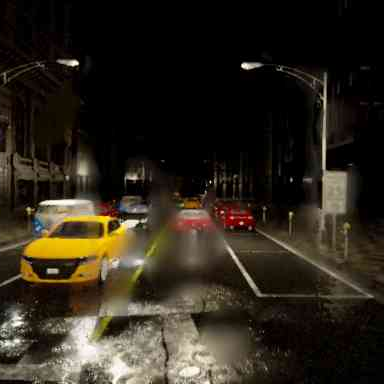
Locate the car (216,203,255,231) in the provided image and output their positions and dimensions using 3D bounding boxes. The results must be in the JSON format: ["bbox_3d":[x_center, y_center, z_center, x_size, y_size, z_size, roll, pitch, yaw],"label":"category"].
[{"bbox_3d":[2.776,1.614,20.900,1.887,1.381,4.507,1,0,0],"label":"car"}]

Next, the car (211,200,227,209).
[{"bbox_3d":[2.771,1.615,26.425,1.887,1.381,4.507,1,0,0],"label":"car"}]

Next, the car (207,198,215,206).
[{"bbox_3d":[2.766,1.615,31.951,1.887,1.381,4.507,1,0,0],"label":"car"}]

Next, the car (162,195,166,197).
[{"bbox_3d":[-5.797,1.479,54.061,2.008,1.369,4.403,1,0,0],"label":"car"}]

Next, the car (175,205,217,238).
[{"bbox_3d":[0.102,1.625,17.967,1.895,1.301,4.718,1,0,0],"label":"car"}]

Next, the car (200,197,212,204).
[{"bbox_3d":[2.734,1.626,65.104,2.008,1.369,4.403,1,0,0],"label":"car"}]

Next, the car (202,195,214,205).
[{"bbox_3d":[2.750,1.618,48.527,1.887,1.381,4.507,1,0,0],"label":"car"}]

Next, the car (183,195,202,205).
[{"bbox_3d":[0.000,1.503,41.686,1.882,1.535,5.008,1,0,0],"label":"car"}]

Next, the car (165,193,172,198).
[{"bbox_3d":[-5.806,1.457,70.466,1.752,1.417,4.829,1,0,0],"label":"car"}]

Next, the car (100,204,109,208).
[{"bbox_3d":[-5.777,1.469,20.912,1.887,1.381,4.507,1,0,0],"label":"car"}]

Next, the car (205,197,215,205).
[{"bbox_3d":[2.760,1.597,37.646,1.752,1.417,4.829,1,0,0],"label":"car"}]

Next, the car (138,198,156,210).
[{"bbox_3d":[-5.791,1.509,43.012,1.802,1.307,4.206,1,0,0],"label":"car"}]

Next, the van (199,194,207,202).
[{"bbox_3d":[2.720,1.420,81.679,1.690,1.788,3.998,1,0,0],"label":"van"}]

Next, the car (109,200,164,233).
[{"bbox_3d":[-3.094,1.462,19.613,2.128,1.511,4.902,1,0,0],"label":"car"}]

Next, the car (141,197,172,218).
[{"bbox_3d":[-3.089,1.476,29.746,1.837,1.490,4.892,1,0,0],"label":"car"}]

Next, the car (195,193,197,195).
[{"bbox_3d":[2.715,1.395,87.205,2.192,1.841,5.009,1,0,0],"label":"car"}]

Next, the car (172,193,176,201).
[{"bbox_3d":[-5.810,1.249,81.686,2.192,1.841,5.009,1,0,0],"label":"car"}]

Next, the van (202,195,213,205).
[{"bbox_3d":[2.742,1.416,59.578,1.690,1.788,3.998,1,0,0],"label":"van"}]

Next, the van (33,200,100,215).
[{"bbox_3d":[-5.771,1.266,15.387,1.690,1.788,3.998,1,0,0],"label":"van"}]

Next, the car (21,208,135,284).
[{"bbox_3d":[-3.083,1.449,9.725,1.882,1.535,5.008,1,0,-1],"label":"car"}]

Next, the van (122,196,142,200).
[{"bbox_3d":[-5.781,1.266,31.961,1.690,1.788,3.998,1,0,0],"label":"van"}]

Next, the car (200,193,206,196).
[{"bbox_3d":[2.747,1.389,54.052,2.192,1.841,5.009,1,0,0],"label":"car"}]

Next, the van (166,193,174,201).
[{"bbox_3d":[-5.814,1.276,87.211,1.690,1.788,3.998,1,0,0],"label":"van"}]

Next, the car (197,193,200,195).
[{"bbox_3d":[2.724,1.518,76.155,1.967,1.590,4.097,1,0,0],"label":"car"}]
